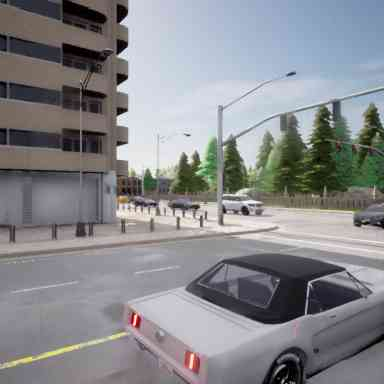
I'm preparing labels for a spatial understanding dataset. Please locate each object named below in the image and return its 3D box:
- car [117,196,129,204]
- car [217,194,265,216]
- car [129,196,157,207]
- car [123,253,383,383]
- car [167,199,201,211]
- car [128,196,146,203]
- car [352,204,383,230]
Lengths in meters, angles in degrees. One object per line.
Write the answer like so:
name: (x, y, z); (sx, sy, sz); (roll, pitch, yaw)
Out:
car: (-14.208, 1.533, 67.190); (1.882, 1.535, 5.008); (0, 0, -36)
car: (4.931, 1.278, 34.273); (2.150, 2.045, 5.566); (0, 0, -36)
car: (-7.268, 1.603, 51.256); (2.033, 1.411, 5.357); (0, 0, -36)
car: (1.537, 1.601, 4.875); (4.718, 1.301, 1.895); (0, 0, -35)
car: (-1.136, 1.603, 42.699); (2.033, 1.411, 5.357); (0, 0, -36)
car: (-11.592, 1.581, 69.539); (1.812, 1.442, 4.674); (0, 0, -36)
car: (12.198, 1.522, 21.247); (4.892, 1.490, 1.837); (0, 0, -35)
